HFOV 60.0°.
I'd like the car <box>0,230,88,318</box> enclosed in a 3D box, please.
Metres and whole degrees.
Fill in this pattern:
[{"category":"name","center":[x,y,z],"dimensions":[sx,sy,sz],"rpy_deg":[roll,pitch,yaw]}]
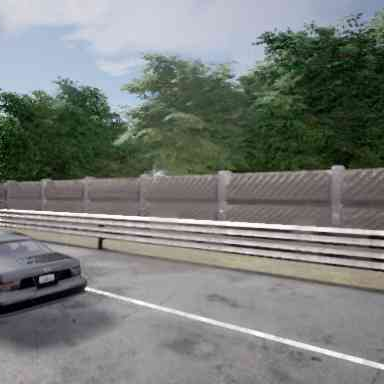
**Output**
[{"category":"car","center":[-4.579,1.564,7.259],"dimensions":[5.357,1.411,2.033],"rpy_deg":[0,0,35]}]
